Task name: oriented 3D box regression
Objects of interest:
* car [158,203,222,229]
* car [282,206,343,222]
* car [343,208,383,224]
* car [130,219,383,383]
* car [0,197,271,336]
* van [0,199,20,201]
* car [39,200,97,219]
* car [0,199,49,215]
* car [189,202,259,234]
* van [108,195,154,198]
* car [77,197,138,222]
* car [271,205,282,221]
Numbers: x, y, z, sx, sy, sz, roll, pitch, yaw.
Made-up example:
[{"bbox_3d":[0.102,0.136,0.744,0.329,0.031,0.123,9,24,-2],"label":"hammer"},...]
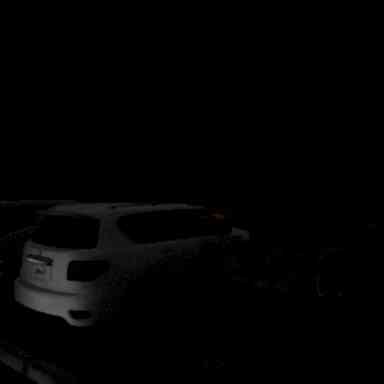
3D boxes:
[{"bbox_3d":[0.005,1.518,22.510,2.002,1.452,4.674,0,0,35],"label":"car"},{"bbox_3d":[6.798,1.501,17.642,2.163,1.488,4.792,0,0,35],"label":"car"},{"bbox_3d":[9.101,1.499,16.075,2.163,1.488,4.792,0,0,35],"label":"car"},{"bbox_3d":[1.627,1.468,5.300,2.231,1.521,4.892,0,0,36],"label":"car"},{"bbox_3d":[-0.642,1.218,6.954,2.435,2.045,5.566,0,0,35],"label":"car"},{"bbox_3d":[-5.160,1.248,10.276,1.878,1.987,4.442,0,0,35],"label":"van"},{"bbox_3d":[-11.327,1.546,30.595,2.002,1.452,4.674,0,0,36],"label":"car"},{"bbox_3d":[-18.130,1.557,35.445,2.097,1.535,5.008,-1,0,36],"label":"car"},{"bbox_3d":[2.168,1.473,20.745,1.946,1.575,5.366,0,0,35],"label":"car"},{"bbox_3d":[-4.465,1.257,25.839,1.878,1.987,4.442,0,0,35],"label":"van"},{"bbox_3d":[-6.814,1.362,27.333,2.185,1.767,4.553,0,0,35],"label":"car"},{"bbox_3d":[4.542,1.473,19.276,2.097,1.535,5.008,0,0,35],"label":"car"}]
